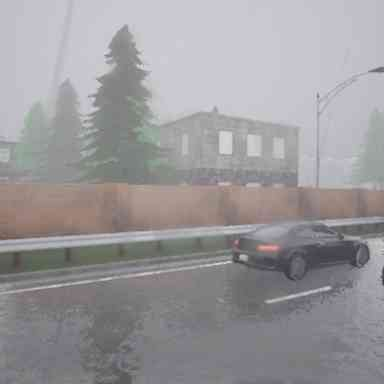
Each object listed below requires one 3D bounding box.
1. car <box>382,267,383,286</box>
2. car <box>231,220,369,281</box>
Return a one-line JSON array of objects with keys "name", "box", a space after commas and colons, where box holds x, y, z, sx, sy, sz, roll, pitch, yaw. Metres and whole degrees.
[{"name": "car", "box": [6.287, 1.614, 7.628, 4.181, 1.385, 1.994, 0, 0, -32]}, {"name": "car", "box": [3.288, 1.567, 9.879, 4.674, 1.442, 1.812, 1, 0, -32]}]
